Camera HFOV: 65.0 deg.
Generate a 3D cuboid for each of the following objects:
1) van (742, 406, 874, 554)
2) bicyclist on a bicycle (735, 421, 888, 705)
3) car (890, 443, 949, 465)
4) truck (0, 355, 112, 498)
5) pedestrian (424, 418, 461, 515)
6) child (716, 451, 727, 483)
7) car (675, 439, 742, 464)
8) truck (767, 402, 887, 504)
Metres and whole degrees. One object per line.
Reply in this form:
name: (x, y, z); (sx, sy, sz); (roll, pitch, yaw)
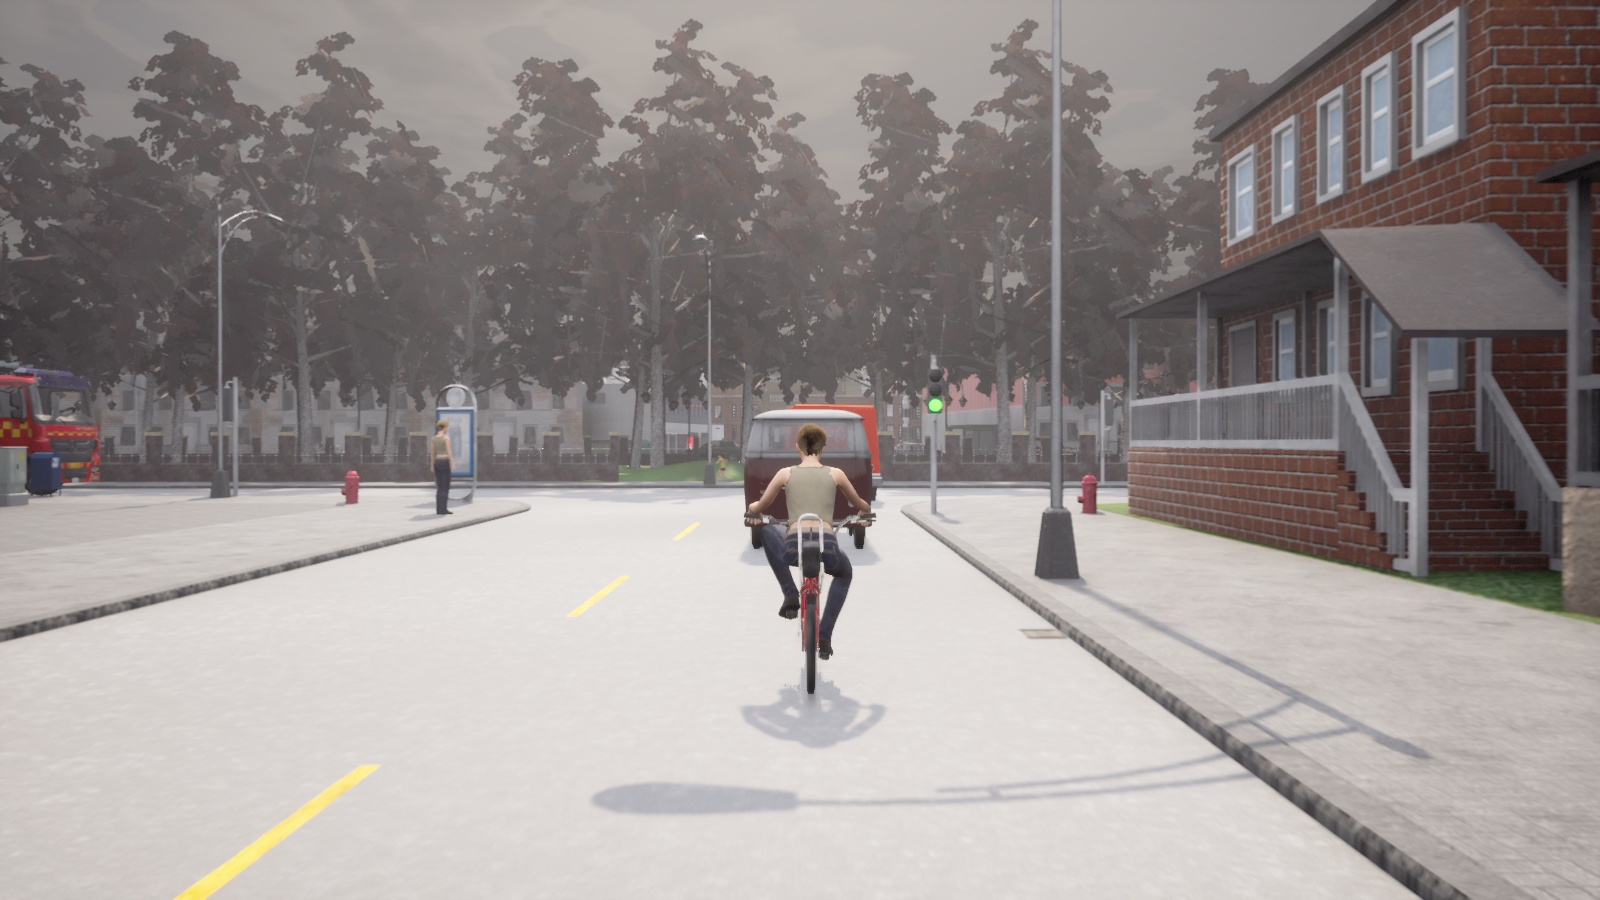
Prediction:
van: (0.122, 0.392, 19.106); (1.775, 1.987, 4.442); (0, 0, 0)
bicyclist on a bicycle: (0.065, 0.639, 7.881); (0.866, 1.612, 1.509); (0, 0, 0)
car: (7.980, 0.243, 84.267); (3.806, 1.475, 1.970); (0, 0, 1)
truck: (-24.251, -0.636, 35.122); (8.468, 3.827, 2.891); (0, 0, 1)
pedestrian: (-6.870, 0.315, 24.129); (0.345, 1.836, 0.594); (0, 0, 32)
child: (-2.763, 0.585, 44.179); (0.394, 1.110, 0.255); (0, 0, 1)
car: (-6.381, 0.102, 88.334); (4.553, 1.767, 2.097); (0, 0, 0)
truck: (0.603, 0.069, 33.531); (2.627, 2.467, 5.204); (1, 0, -5)
